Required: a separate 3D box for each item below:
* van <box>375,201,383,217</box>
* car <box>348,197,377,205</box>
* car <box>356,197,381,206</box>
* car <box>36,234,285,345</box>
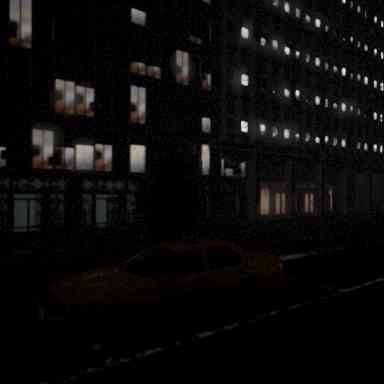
[{"bbox_3d":[9.145,1.346,13.042,3.998,1.788,1.690,0,0,-35],"label":"van"},{"bbox_3d":[30.155,1.491,58.796,1.802,1.307,4.206,1,0,-35],"label":"car"},{"bbox_3d":[26.385,1.437,49.487,2.008,1.369,4.403,1,0,-35],"label":"car"},{"bbox_3d":[-0.275,1.526,6.351,4.829,1.417,1.752,0,0,-35],"label":"car"}]
